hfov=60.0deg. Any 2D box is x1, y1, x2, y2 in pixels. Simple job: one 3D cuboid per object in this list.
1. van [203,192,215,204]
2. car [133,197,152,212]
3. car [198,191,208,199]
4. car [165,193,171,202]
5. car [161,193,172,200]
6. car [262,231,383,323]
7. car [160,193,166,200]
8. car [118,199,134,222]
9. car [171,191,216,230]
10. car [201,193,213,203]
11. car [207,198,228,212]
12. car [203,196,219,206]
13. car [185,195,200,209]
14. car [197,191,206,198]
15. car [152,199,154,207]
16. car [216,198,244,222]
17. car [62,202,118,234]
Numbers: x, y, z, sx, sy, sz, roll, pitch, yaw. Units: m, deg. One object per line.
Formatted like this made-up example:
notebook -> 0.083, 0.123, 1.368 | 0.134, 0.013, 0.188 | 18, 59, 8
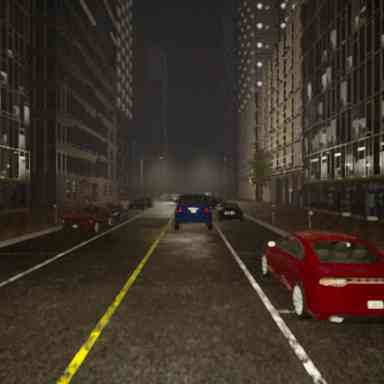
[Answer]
van -> 2.648, 0.957, 52.632 | 1.690, 1.788, 3.998 | 0, 0, 0
car -> -5.719, 1.291, 35.557 | 1.887, 1.381, 4.507 | 0, 0, 0
car -> 2.624, 0.696, 81.091 | 2.192, 1.841, 5.009 | 0, 0, 0
car -> -3.094, 1.047, 60.265 | 2.128, 1.511, 4.902 | 0, 0, 1
car -> -5.753, 0.980, 75.405 | 2.008, 1.369, 4.403 | 0, 0, 0
car -> 2.685, 1.497, 7.096 | 1.887, 1.381, 4.507 | 0, 0, 0
car -> -5.748, 1.003, 69.542 | 1.752, 1.417, 4.829 | 0, 0, 0
car -> -5.710, 1.412, 24.173 | 1.802, 1.307, 4.206 | 0, 0, 0
car -> 0.082, 1.081, 20.322 | 2.150, 2.045, 5.566 | 0, 1, 0
car -> 2.643, 1.010, 58.324 | 1.967, 1.590, 4.097 | 0, 0, 0
car -> 2.661, 1.313, 35.556 | 1.947, 1.339, 4.313 | 0, 0, 0
car -> 2.652, 1.226, 46.940 | 1.947, 1.339, 4.313 | 0, 0, 0
car -> 0.064, 1.210, 41.047 | 1.837, 1.490, 4.892 | 0, 0, 0
car -> 2.614, 0.599, 92.475 | 2.192, 1.841, 5.009 | 0, 0, 0
car -> -5.724, 1.270, 41.250 | 1.947, 1.339, 4.313 | 0, 0, 0
car -> 2.671, 1.397, 24.172 | 1.947, 1.339, 4.313 | 0, 0, 0
car -> -5.705, 1.416, 18.479 | 1.887, 1.381, 4.507 | 0, 0, 0
